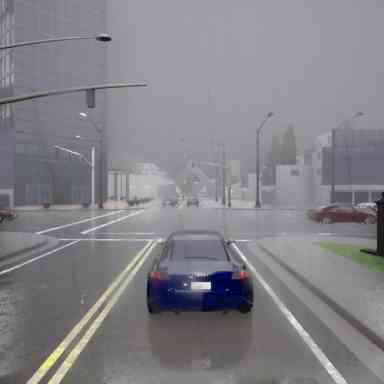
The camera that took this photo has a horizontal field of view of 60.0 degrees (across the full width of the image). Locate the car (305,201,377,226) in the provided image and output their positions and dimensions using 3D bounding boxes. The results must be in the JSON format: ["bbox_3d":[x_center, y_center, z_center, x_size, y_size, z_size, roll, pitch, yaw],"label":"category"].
[{"bbox_3d":[10.174,1.519,22.753,4.674,1.442,1.812,0,0,0],"label":"car"}]

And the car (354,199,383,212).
[{"bbox_3d":[20.786,1.477,37.049,4.674,1.442,1.812,0,0,-2],"label":"car"}]

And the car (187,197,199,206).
[{"bbox_3d":[0.153,1.491,55.197,2.128,1.511,4.902,0,0,0],"label":"car"}]

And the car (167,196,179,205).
[{"bbox_3d":[-3.474,1.505,61.542,1.837,1.490,4.892,0,0,1],"label":"car"}]

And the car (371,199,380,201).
[{"bbox_3d":[20.543,1.515,33.535,4.181,1.385,1.994,0,0,0],"label":"car"}]

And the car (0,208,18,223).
[{"bbox_3d":[-16.212,1.632,26.090,4.674,1.442,1.812,-1,0,0],"label":"car"}]

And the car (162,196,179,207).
[{"bbox_3d":[-3.531,1.491,51.142,2.128,1.511,4.902,0,0,0],"label":"car"}]

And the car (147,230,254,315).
[{"bbox_3d":[0.096,1.564,7.662,1.994,1.385,4.181,0,0,-2],"label":"car"}]
